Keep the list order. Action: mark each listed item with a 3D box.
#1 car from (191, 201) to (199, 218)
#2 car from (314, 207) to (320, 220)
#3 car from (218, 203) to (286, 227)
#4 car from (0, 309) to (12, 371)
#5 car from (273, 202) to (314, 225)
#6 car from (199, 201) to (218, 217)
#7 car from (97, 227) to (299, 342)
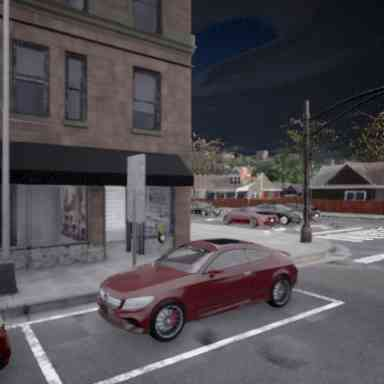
[{"bbox_3d":[-1.824,1.678,31.932,1.882,1.535,5.008,0,0,-36],"label":"car"},{"bbox_3d":[8.642,1.665,28.782,1.837,1.490,4.892,0,-1,-35],"label":"car"},{"bbox_3d":[4.130,1.700,23.558,1.994,1.385,4.181,0,0,-35],"label":"car"},{"bbox_3d":[-4.158,1.436,3.222,4.097,1.590,1.967,0,0,-36],"label":"car"},{"bbox_3d":[6.551,1.650,25.761,1.837,1.490,4.892,0,0,-35],"label":"car"},{"bbox_3d":[0.967,1.710,33.596,1.837,1.490,4.892,0,0,-36],"label":"car"},{"bbox_3d":[0.334,1.591,6.427,4.206,1.307,1.802,0,0,-36],"label":"car"}]
